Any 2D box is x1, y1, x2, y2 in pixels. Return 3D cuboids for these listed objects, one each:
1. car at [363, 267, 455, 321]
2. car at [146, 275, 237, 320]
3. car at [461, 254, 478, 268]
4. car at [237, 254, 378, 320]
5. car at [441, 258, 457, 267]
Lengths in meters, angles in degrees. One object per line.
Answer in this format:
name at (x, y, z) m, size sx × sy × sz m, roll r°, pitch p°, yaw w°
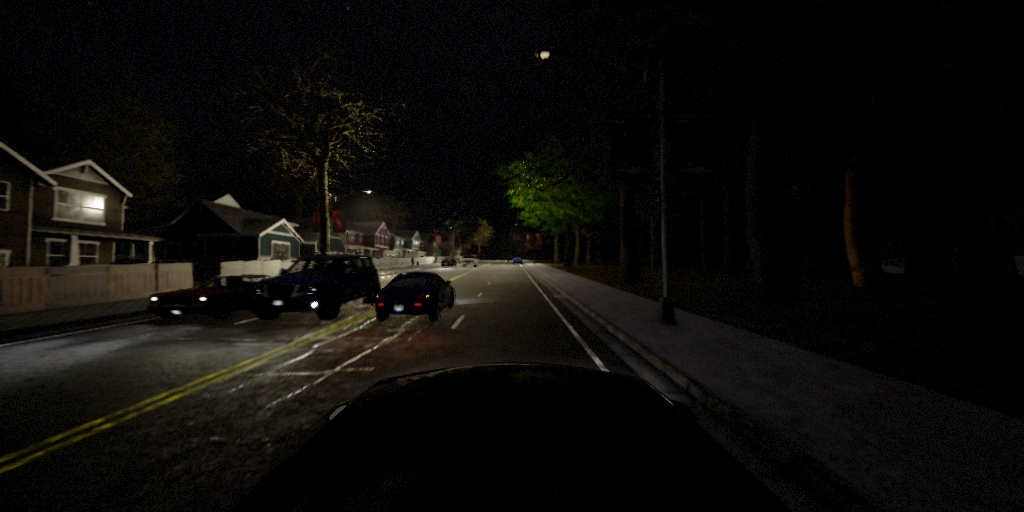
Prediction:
car at (-3.151, 1.267, 12.287) m, size 1.812 × 1.442 × 4.674 m, roll 0°, pitch 0°, yaw 0°
car at (-9.850, 1.341, 12.736) m, size 1.895 × 1.301 × 4.718 m, roll 0°, pitch 0°, yaw 0°
car at (-6.560, 0.758, 55.577) m, size 2.150 × 2.045 × 5.566 m, roll 0°, pitch 1°, yaw 0°
car at (-6.601, 0.961, 12.870) m, size 2.150 × 2.045 × 5.566 m, roll 0°, pitch 0°, yaw 0°
car at (-9.810, 1.029, 55.802) m, size 2.128 × 1.511 × 4.902 m, roll 0°, pitch 0°, yaw 0°
